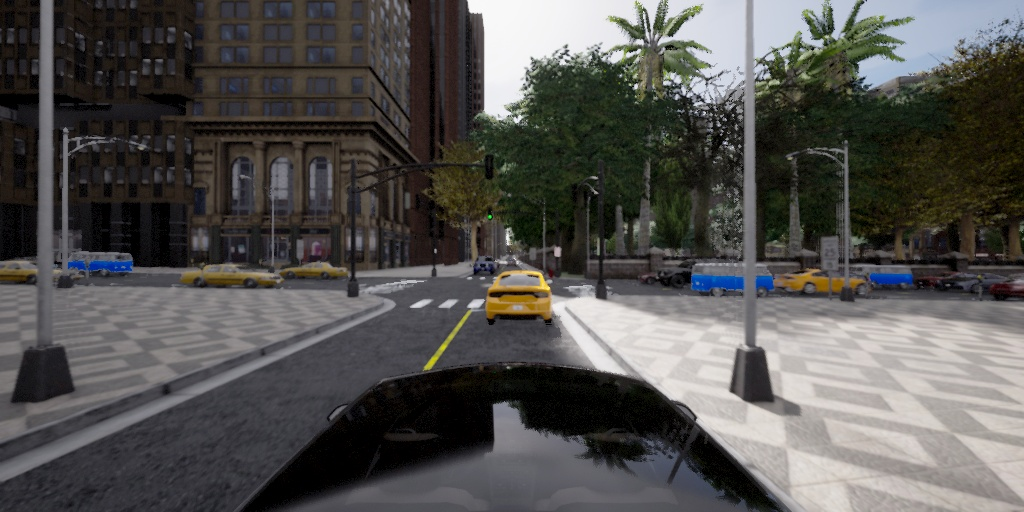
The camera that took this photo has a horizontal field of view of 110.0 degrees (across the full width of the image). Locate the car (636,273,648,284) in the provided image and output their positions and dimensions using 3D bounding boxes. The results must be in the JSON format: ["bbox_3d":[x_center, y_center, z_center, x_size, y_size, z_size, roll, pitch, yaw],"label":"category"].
[{"bbox_3d":[11.873,1.570,27.873,4.207,1.307,1.802,0,0,0],"label":"car"}]

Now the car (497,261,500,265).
[{"bbox_3d":[-3.095,1.383,50.524,1.895,1.301,4.718,0,0,0],"label":"car"}]

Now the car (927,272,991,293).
[{"bbox_3d":[32.536,1.881,25.140,4.181,1.385,1.994,1,0,-1],"label":"car"}]

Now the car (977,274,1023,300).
[{"bbox_3d":[28.428,1.804,19.296,4.207,1.307,1.802,0,0,0],"label":"car"}]

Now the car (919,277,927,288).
[{"bbox_3d":[33.967,1.897,27.804,4.507,1.381,1.888,0,0,0],"label":"car"}]

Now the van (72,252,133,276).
[{"bbox_3d":[-32.223,0.607,28.012,3.998,1.789,1.690,0,0,0],"label":"van"}]

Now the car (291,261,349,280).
[{"bbox_3d":[-15.383,1.067,27.959,4.829,1.417,1.751,0,0,0],"label":"car"}]

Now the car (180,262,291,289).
[{"bbox_3d":[-15.060,1.028,19.432,4.829,1.417,1.751,0,0,0],"label":"car"}]

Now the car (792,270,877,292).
[{"bbox_3d":[22.527,1.716,25.175,4.181,1.385,1.994,1,0,0],"label":"car"}]

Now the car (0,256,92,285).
[{"bbox_3d":[-26.400,0.844,19.468,4.829,1.417,1.751,0,0,0],"label":"car"}]

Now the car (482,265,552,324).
[{"bbox_3d":[0.329,1.222,11.992,1.882,1.535,5.008,0,0,4],"label":"car"}]

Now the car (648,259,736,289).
[{"bbox_3d":[12.988,1.216,25.211,5.566,2.045,2.150,1,0,0],"label":"car"}]

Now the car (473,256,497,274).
[{"bbox_3d":[-3.125,0.986,40.707,2.150,2.045,5.566,0,0,0],"label":"car"}]

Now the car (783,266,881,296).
[{"bbox_3d":[19.041,1.558,22.078,5.008,1.535,1.882,1,0,1],"label":"car"}]

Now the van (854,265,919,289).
[{"bbox_3d":[28.444,1.602,27.821,3.998,1.789,1.690,0,0,0],"label":"van"}]

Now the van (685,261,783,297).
[{"bbox_3d":[11.858,1.290,19.348,3.998,1.789,1.690,0,0,0],"label":"van"}]
